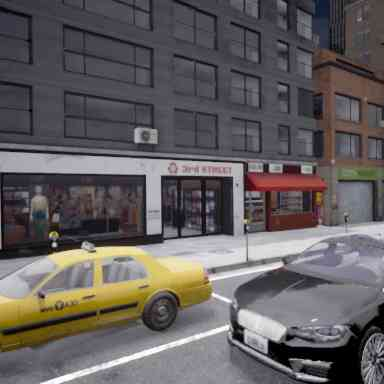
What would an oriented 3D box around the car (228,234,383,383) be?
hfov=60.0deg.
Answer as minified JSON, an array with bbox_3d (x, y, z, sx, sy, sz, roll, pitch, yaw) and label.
[{"bbox_3d":[2.745,1.490,5.326,4.902,1.511,2.128,0,0,-35],"label":"car"}]

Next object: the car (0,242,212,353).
[{"bbox_3d":[-1.912,1.525,5.295,4.829,1.417,1.752,0,-1,-35],"label":"car"}]
